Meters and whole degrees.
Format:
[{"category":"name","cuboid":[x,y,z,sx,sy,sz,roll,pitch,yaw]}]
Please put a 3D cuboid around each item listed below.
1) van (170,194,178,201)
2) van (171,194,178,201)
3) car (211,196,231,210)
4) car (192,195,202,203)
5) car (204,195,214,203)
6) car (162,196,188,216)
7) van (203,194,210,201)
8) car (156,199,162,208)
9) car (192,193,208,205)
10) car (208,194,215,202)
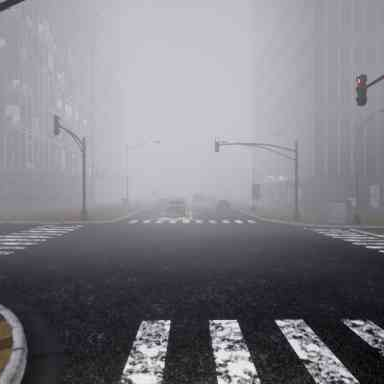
[{"category":"van","cuboid":[-4.395,1.321,80.476,1.690,1.788,3.998,0,0,0]},{"category":"van","cuboid":[-4.434,1.315,86.003,1.690,1.788,3.998,0,0,0]},{"category":"car","cuboid":[3.809,1.579,41.841,1.947,1.339,4.313,0,0,0]},{"category":"car","cuboid":[0.974,1.512,73.183,2.128,1.511,4.902,0,0,0]},{"category":"car","cuboid":[3.564,1.432,69.477,1.967,1.590,4.097,0,0,0]},{"category":"car","cuboid":[-1.588,1.495,32.729,1.882,1.535,5.008,0,0,0]},{"category":"van","cuboid":[3.485,1.321,80.532,1.690,1.788,3.998,0,0,0]},{"category":"car","cuboid":[-4.160,1.592,47.311,1.802,1.307,4.206,0,0,0]},{"category":"car","cuboid":[1.175,1.225,59.203,2.150,2.045,5.566,0,0,-1]},{"category":"car","cuboid":[3.603,1.313,63.949,2.192,1.841,5.009,0,0,0]}]
